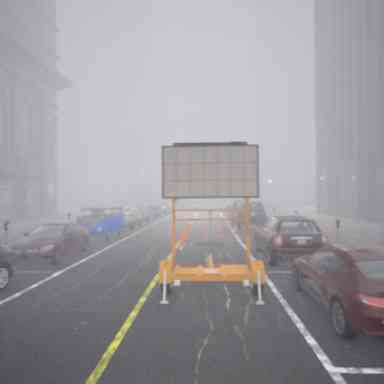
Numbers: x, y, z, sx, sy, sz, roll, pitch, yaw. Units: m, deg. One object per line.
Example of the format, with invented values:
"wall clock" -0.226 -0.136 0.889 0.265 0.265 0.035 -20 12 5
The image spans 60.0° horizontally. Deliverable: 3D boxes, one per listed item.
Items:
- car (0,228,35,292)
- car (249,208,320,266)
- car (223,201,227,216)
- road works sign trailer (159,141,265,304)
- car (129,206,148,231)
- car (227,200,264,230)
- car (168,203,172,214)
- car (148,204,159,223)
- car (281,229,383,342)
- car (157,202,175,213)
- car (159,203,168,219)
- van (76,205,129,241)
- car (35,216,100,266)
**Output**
"car" -5.374 1.688 6.724 2.008 1.369 4.403 -1 -1 3
"car" 3.404 1.550 11.962 1.967 1.590 4.097 -1 -1 3
"car" 4.195 1.626 28.852 2.192 1.841 5.009 -1 -1 3
"road works sign trailer" 0.463 0.561 8.360 2.380 3.560 2.880 -1 -1 3
"car" -4.589 1.859 23.445 1.752 1.417 4.829 -1 -1 3
"car" 3.931 1.558 23.222 2.192 1.841 5.009 -1 -1 3
"car" -3.788 2.107 40.504 1.947 1.339 4.313 -1 -1 3
"car" -4.316 1.985 29.245 1.802 1.307 4.206 -1 -1 3
"car" 3.142 1.627 6.331 1.802 1.307 4.206 -1 -1 3
"car" -3.524 2.161 46.135 2.008 1.369 4.403 -1 -1 3
"car" -4.052 2.037 34.875 1.947 1.339 4.313 -1 -1 3
"van" -4.848 1.609 17.988 1.690 1.788 3.998 -1 -1 3
"car" -5.109 1.784 12.355 1.802 1.307 4.206 -1 -1 3
